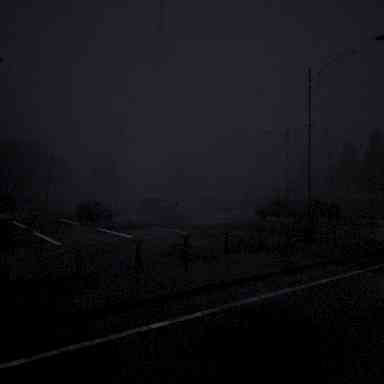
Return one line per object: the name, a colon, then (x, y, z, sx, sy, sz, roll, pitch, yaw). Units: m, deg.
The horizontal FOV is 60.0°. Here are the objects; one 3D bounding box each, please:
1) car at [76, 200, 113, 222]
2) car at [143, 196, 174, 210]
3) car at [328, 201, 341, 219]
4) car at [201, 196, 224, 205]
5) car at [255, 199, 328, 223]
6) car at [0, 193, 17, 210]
car: (-7.088, 1.317, 24.046, 1.845, 1.501, 3.633, 0, 0, -36)
car: (-3.802, 1.382, 39.979, 1.970, 1.475, 3.806, 0, 0, -36)
car: (9.520, 1.337, 26.641, 2.007, 1.523, 4.514, 0, 0, -36)
car: (3.548, 1.519, 58.671, 2.128, 1.511, 4.902, 0, 0, -36)
car: (7.008, 1.328, 24.762, 2.152, 1.636, 5.027, 0, 0, -36)
car: (-20.876, 1.095, 36.970, 1.932, 1.855, 4.605, 0, 0, -36)
